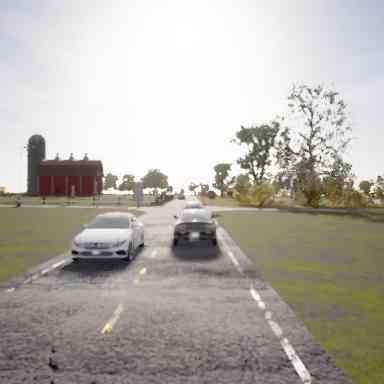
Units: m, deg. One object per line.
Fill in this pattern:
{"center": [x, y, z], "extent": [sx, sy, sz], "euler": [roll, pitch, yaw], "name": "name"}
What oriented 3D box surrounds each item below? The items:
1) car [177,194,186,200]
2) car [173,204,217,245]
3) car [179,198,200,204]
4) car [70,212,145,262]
{"center": [-2.743, 1.255, 88.208], "extent": [2.097, 1.767, 4.553], "euler": [0, 0, 0], "name": "car"}
{"center": [0.105, 1.495, 15.208], "extent": [1.812, 1.442, 4.674], "euler": [0, 0, -1], "name": "car"}
{"center": [0.097, 1.511, 28.432], "extent": [1.994, 1.385, 4.181], "euler": [0, 0, 1], "name": "car"}
{"center": [-2.834, 1.501, 12.115], "extent": [1.812, 1.442, 4.674], "euler": [0, 0, 0], "name": "car"}
